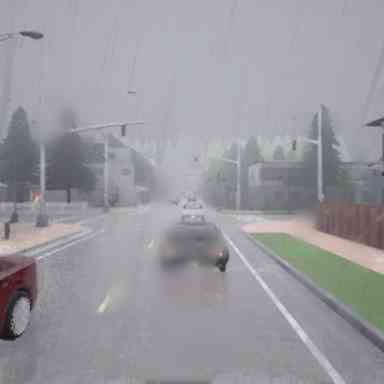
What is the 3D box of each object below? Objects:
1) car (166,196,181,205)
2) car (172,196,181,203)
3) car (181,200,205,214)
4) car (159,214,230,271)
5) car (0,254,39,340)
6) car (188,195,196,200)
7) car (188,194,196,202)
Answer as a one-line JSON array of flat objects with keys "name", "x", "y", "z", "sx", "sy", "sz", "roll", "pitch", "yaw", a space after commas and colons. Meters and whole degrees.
[{"name": "car", "x": -3.546, "y": 1.591, "z": 60.087, "sx": 1.882, "sy": 1.535, "sz": 5.008, "roll": 0, "pitch": 0, "yaw": 1}, {"name": "car", "x": -3.510, "y": 1.636, "z": 75.683, "sx": 1.837, "sy": 1.490, "sz": 4.892, "roll": 0, "pitch": 0, "yaw": 0}, {"name": "car", "x": 0.081, "y": 1.650, "z": 28.425, "sx": 1.895, "sy": 1.301, "sz": 4.718, "roll": 0, "pitch": 0, "yaw": 0}, {"name": "car", "x": 0.067, "y": 1.621, "z": 10.917, "sx": 1.895, "sy": 1.301, "sz": 4.718, "roll": 0, "pitch": 0, "yaw": 0}, {"name": "car", "x": -3.589, "y": 1.485, "z": 3.725, "sx": 1.882, "sy": 1.535, "sz": 5.008, "roll": 0, "pitch": 0, "yaw": 0}, {"name": "car", "x": -0.009, "y": 1.616, "z": 73.437, "sx": 1.882, "sy": 1.535, "sz": 5.008, "roll": 0, "pitch": 0, "yaw": 0}, {"name": "car", "x": -0.011, "y": 1.497, "z": 83.704, "sx": 2.097, "sy": 1.767, "sz": 4.553, "roll": 0, "pitch": 0, "yaw": 0}]
